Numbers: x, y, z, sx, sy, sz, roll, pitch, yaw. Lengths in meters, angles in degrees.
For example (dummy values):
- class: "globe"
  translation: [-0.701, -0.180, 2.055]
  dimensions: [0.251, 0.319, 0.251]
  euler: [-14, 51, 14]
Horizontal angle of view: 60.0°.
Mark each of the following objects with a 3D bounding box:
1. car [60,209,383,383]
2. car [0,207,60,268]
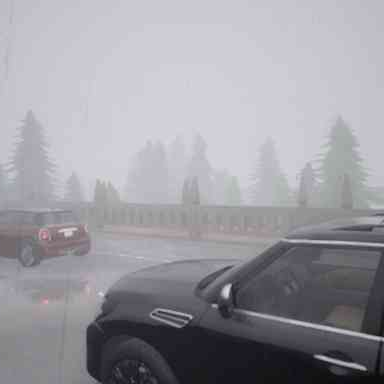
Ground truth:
- class: "car"
  translation: [1.547, 1.207, 2.751]
  dimensions: [5.566, 2.045, 2.150]
  euler: [0, 0, 35]
- class: "car"
  translation: [-5.652, 1.307, 11.272]
  dimensions: [4.553, 1.767, 2.097]
  euler: [0, 0, 29]
